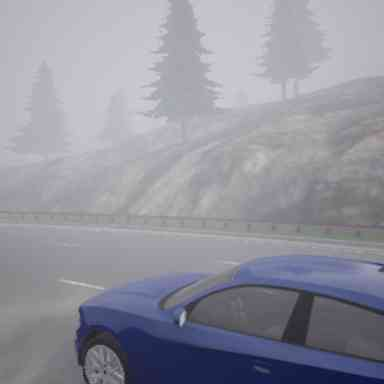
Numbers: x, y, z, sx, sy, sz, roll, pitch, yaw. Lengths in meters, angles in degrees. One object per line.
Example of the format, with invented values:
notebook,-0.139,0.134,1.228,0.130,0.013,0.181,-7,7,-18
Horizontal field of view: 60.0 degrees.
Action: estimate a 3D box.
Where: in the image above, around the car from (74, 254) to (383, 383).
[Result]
car,0.963,1.389,3.258,5.008,1.535,1.882,0,1,33
